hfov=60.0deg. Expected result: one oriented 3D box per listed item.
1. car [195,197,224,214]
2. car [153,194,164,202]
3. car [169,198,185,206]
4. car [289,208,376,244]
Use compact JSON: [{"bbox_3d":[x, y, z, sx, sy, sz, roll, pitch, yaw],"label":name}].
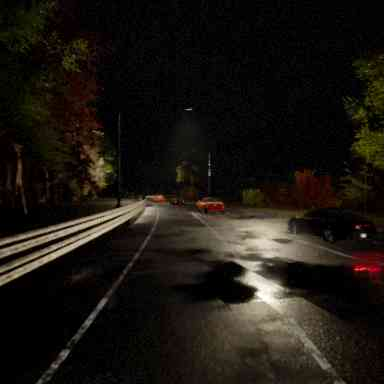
[{"bbox_3d":[1.810,1.338,35.463,2.097,1.767,4.553,0,0,-14],"label":"car"},{"bbox_3d":[-7.511,1.203,73.827,2.097,1.767,4.553,0,0,-14],"label":"car"},{"bbox_3d":[-2.446,1.543,52.979,1.895,1.301,4.718,0,0,-14],"label":"car"},{"bbox_3d":[6.533,1.541,16.097,1.837,1.490,4.892,2,0,-14],"label":"car"}]
